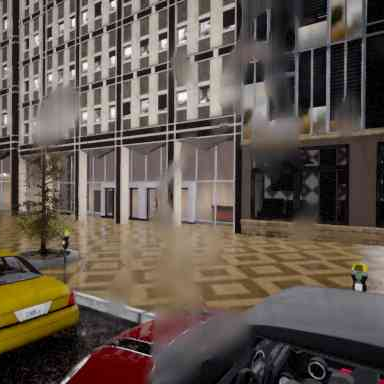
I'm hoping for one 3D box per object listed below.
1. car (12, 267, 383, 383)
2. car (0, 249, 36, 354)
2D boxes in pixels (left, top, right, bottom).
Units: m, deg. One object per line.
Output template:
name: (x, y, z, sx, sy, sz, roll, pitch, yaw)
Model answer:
car: (0.822, 1.440, 2.278, 4.097, 1.590, 1.967, 0, 1, 36)
car: (-3.943, 1.524, 5.678, 4.829, 1.417, 1.752, 0, 1, 36)
